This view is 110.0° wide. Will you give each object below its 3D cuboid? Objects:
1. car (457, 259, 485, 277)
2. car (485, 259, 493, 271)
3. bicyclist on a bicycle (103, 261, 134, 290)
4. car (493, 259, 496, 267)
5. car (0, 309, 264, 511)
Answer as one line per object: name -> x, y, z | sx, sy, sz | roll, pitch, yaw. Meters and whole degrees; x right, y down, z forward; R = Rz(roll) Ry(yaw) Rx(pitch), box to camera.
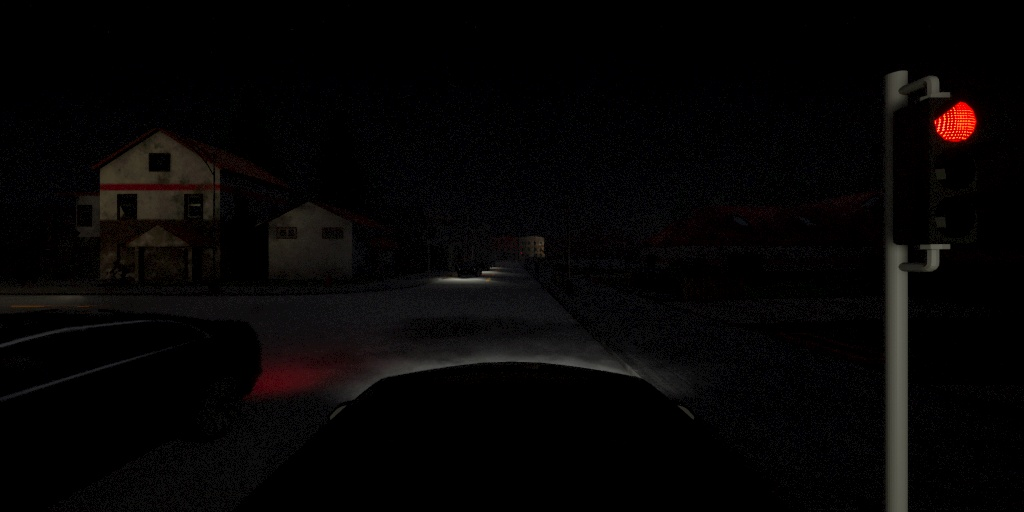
car -> -4.112, 1.228, 35.353 | 1.882, 1.535, 5.008 | 0, 0, 2
car -> -4.085, 1.228, 48.717 | 1.882, 1.535, 5.008 | 0, 0, 0
bicyclist on a bicycle -> -22.538, 1.099, 20.572 | 0.582, 1.620, 1.656 | 0, 0, 0
car -> -3.997, 1.228, 64.691 | 1.882, 1.535, 5.008 | 0, 0, 0
car -> -4.100, 1.241, 2.549 | 2.128, 1.511, 4.902 | 0, 0, 0
